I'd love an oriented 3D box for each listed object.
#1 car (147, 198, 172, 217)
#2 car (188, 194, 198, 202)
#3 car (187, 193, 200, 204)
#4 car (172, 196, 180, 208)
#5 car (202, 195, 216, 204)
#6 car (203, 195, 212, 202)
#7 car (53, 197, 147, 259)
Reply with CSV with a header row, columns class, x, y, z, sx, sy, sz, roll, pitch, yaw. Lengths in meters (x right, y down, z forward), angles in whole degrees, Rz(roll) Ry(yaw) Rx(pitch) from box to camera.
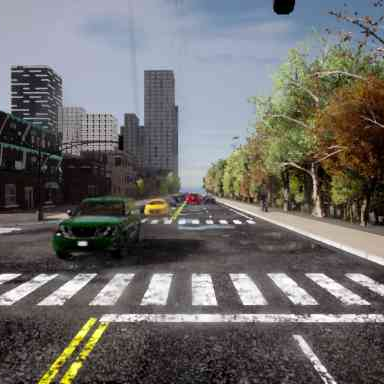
class,x,y,z,sx,sy,sz,roll,pitch,yaw
car,-3.295,1.468,31.828,1.882,1.535,5.008,0,0,0
car,0.149,1.325,72.789,2.097,1.767,4.553,0,0,0
car,0.215,1.197,61.754,2.150,2.045,5.566,0,0,1
car,-3.249,1.530,49.341,2.033,1.411,5.357,0,0,0
car,3.470,1.540,63.136,1.994,1.385,4.181,0,0,0
car,3.388,1.471,73.092,1.837,1.490,4.892,0,0,0
car,-3.326,1.219,12.884,2.150,2.045,5.566,0,0,0
